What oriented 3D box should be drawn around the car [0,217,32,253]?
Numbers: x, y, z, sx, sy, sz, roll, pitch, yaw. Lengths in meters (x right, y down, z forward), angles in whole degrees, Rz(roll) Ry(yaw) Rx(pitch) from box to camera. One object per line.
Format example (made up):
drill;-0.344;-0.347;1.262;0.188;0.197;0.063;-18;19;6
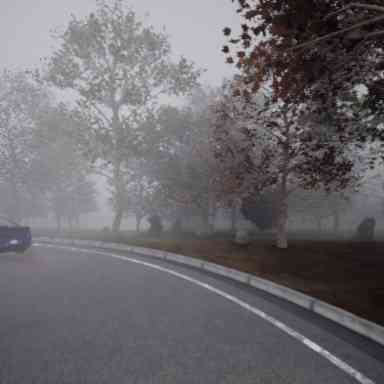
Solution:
car;-8.484;1.675;13.103;5.008;1.535;1.882;-1;-1;30
